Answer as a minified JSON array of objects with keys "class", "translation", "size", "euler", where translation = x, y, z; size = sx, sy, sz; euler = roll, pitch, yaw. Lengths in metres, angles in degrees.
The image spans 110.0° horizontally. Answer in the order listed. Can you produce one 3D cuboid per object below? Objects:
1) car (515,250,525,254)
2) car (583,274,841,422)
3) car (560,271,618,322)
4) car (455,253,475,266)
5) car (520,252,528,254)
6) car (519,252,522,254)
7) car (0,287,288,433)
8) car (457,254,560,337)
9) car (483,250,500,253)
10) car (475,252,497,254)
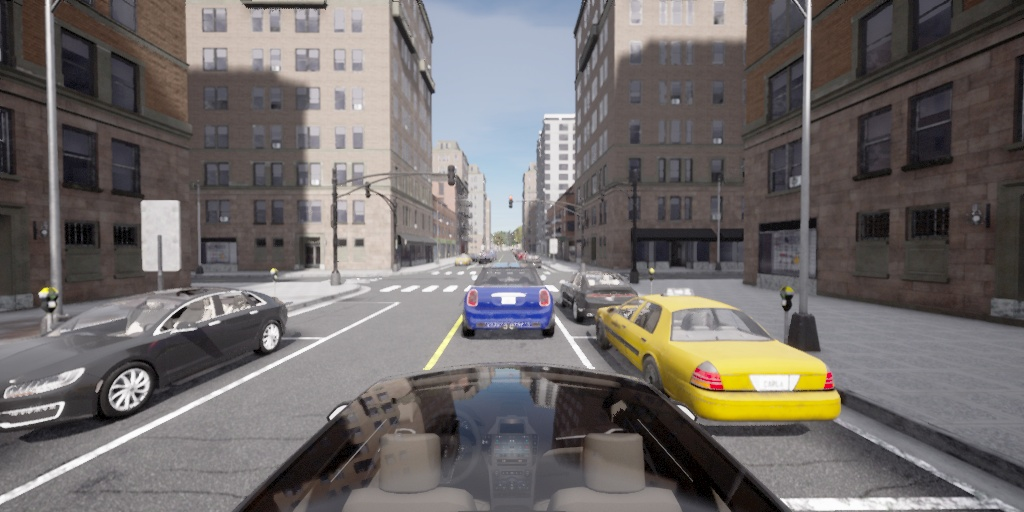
[{"class":"car","translation":[1.929,0.001,60.745],"size":[1.967,1.591,4.097],"euler":[0,0,-1]},{"class":"car","translation":[2.603,1.193,5.921],"size":[1.751,1.417,4.829],"euler":[0,0,-1]},{"class":"car","translation":[2.534,1.110,11.156],"size":[2.007,1.370,4.403],"euler":[0,0,-1]},{"class":"car","translation":[-5.887,0.437,43.435],"size":[1.751,1.417,4.829],"euler":[0,0,-1]},{"class":"car","translation":[2.205,0.571,38.024],"size":[2.007,1.370,4.403],"euler":[0,0,-1]},{"class":"car","translation":[2.136,0.488,43.704],"size":[1.802,1.307,4.207],"euler":[0,0,-1]},{"class":"car","translation":[-5.429,1.224,5.652],"size":[2.007,1.370,4.403],"euler":[0,0,-1]},{"class":"car","translation":[-0.085,0.938,9.893],"size":[2.097,1.767,4.553],"euler":[0,1,0]},{"class":"car","translation":[-3.518,0.090,61.769],"size":[2.033,1.411,5.357],"euler":[0,1,0]},{"class":"car","translation":[-3.363,0.459,46.214],"size":[1.895,1.301,4.718],"euler":[0,1,0]}]
